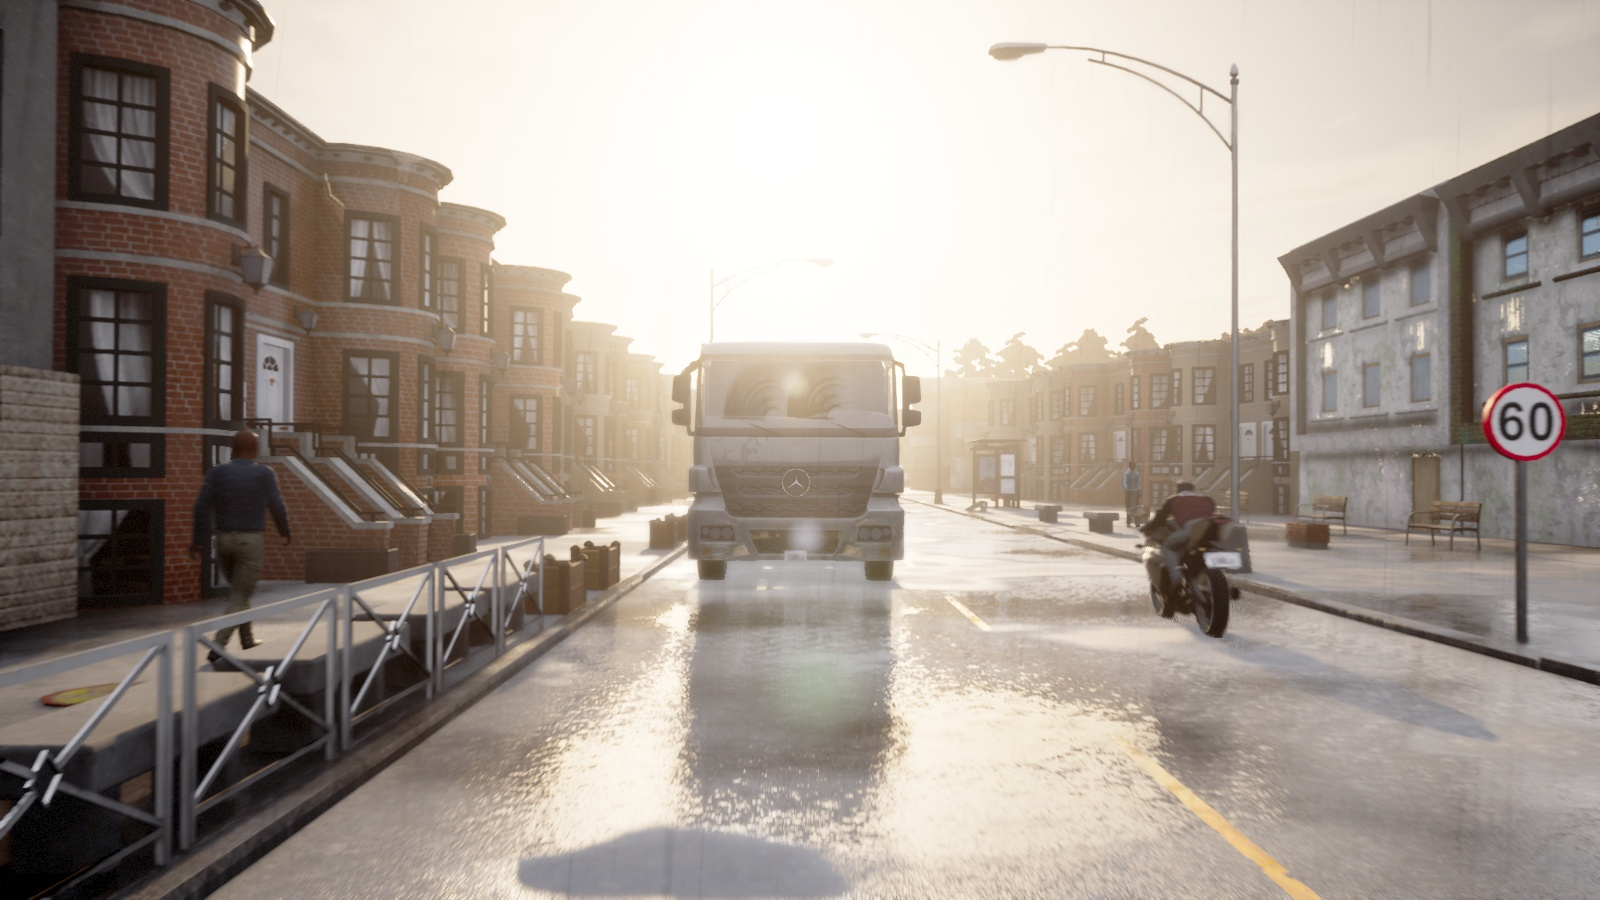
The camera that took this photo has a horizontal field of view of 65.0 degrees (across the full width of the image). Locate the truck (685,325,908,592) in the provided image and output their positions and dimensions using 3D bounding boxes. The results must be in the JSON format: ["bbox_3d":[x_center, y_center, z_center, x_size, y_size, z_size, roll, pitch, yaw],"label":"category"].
[{"bbox_3d":[-0.056,0.172,20.264,2.891,3.462,7.936,0,-1,0],"label":"truck"}]

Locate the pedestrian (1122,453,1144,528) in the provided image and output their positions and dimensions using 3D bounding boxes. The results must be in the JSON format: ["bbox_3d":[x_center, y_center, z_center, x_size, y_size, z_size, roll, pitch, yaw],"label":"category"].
[{"bbox_3d":[8.661,1.036,32.663,0.396,1.930,0.692,0,-1,3],"label":"pedestrian"}]

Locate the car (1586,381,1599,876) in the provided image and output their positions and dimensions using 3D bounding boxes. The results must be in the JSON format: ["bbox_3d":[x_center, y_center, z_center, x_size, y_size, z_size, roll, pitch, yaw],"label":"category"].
[{"bbox_3d":[3.990,0.643,2.892,1.905,1.878,3.866,0,-1,0],"label":"car"}]

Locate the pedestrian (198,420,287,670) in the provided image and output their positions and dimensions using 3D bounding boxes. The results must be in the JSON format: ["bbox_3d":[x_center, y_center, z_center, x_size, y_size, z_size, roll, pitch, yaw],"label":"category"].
[{"bbox_3d":[-4.237,0.701,9.577,0.370,1.835,0.726,0,-1,-2],"label":"pedestrian"}]

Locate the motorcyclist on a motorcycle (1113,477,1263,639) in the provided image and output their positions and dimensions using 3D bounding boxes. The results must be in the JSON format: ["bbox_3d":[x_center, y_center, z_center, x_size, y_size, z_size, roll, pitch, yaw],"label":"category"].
[{"bbox_3d":[3.966,1.052,13.054,0.866,1.530,2.191,0,-1,0],"label":"motorcyclist on a motorcycle"}]
